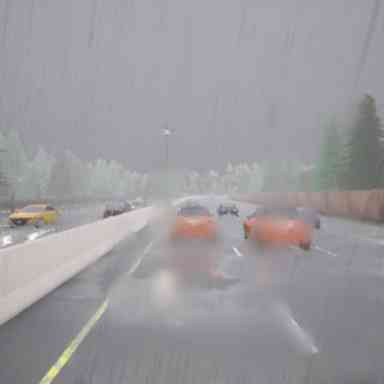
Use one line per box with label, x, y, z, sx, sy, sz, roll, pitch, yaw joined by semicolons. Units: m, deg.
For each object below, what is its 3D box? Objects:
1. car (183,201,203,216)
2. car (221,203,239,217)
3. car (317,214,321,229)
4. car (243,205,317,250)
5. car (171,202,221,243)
car;0.089;1.770;36.190;1.994;1.385;4.181;0;0;0
car;3.582;1.797;34.272;1.895;1.301;4.718;0;0;0
car;7.080;1.654;22.352;1.812;1.442;4.674;0;0;0
car;3.596;1.438;14.926;2.097;1.767;4.553;0;0;0
car;0.095;1.448;16.810;2.097;1.767;4.553;0;0;0
